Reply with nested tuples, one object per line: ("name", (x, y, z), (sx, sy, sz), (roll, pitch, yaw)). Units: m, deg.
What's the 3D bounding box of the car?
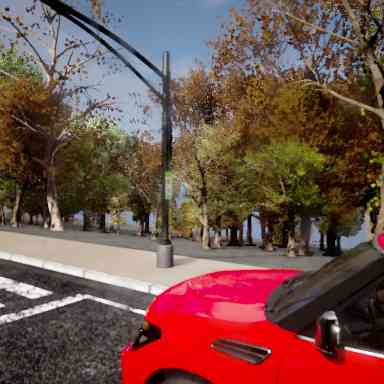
("car", (2.036, 1.221, 2.260), (5.566, 2.045, 2.150), (0, 0, 34))
